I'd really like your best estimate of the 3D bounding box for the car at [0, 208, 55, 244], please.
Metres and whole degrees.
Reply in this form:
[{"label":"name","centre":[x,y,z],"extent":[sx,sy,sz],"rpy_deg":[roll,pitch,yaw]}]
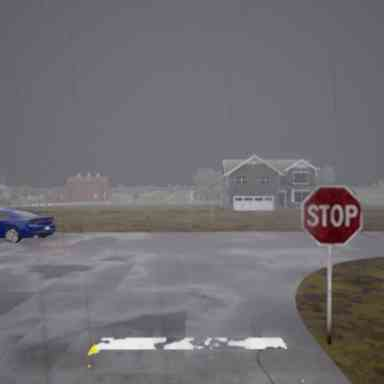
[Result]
[{"label":"car","centre":[-9.039,1.526,15.950],"extent":[5.008,1.535,1.882],"rpy_deg":[0,0,16]}]
